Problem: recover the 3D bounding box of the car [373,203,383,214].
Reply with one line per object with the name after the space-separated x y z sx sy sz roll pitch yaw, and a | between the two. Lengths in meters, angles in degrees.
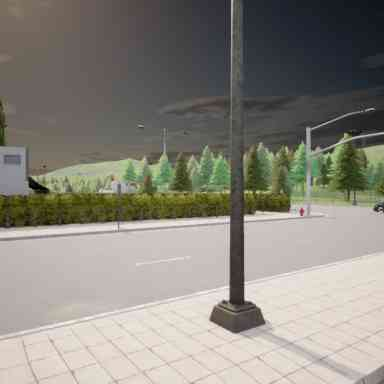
21.110 1.352 33.914 2.097 1.767 4.553 0 0 -37 | car
